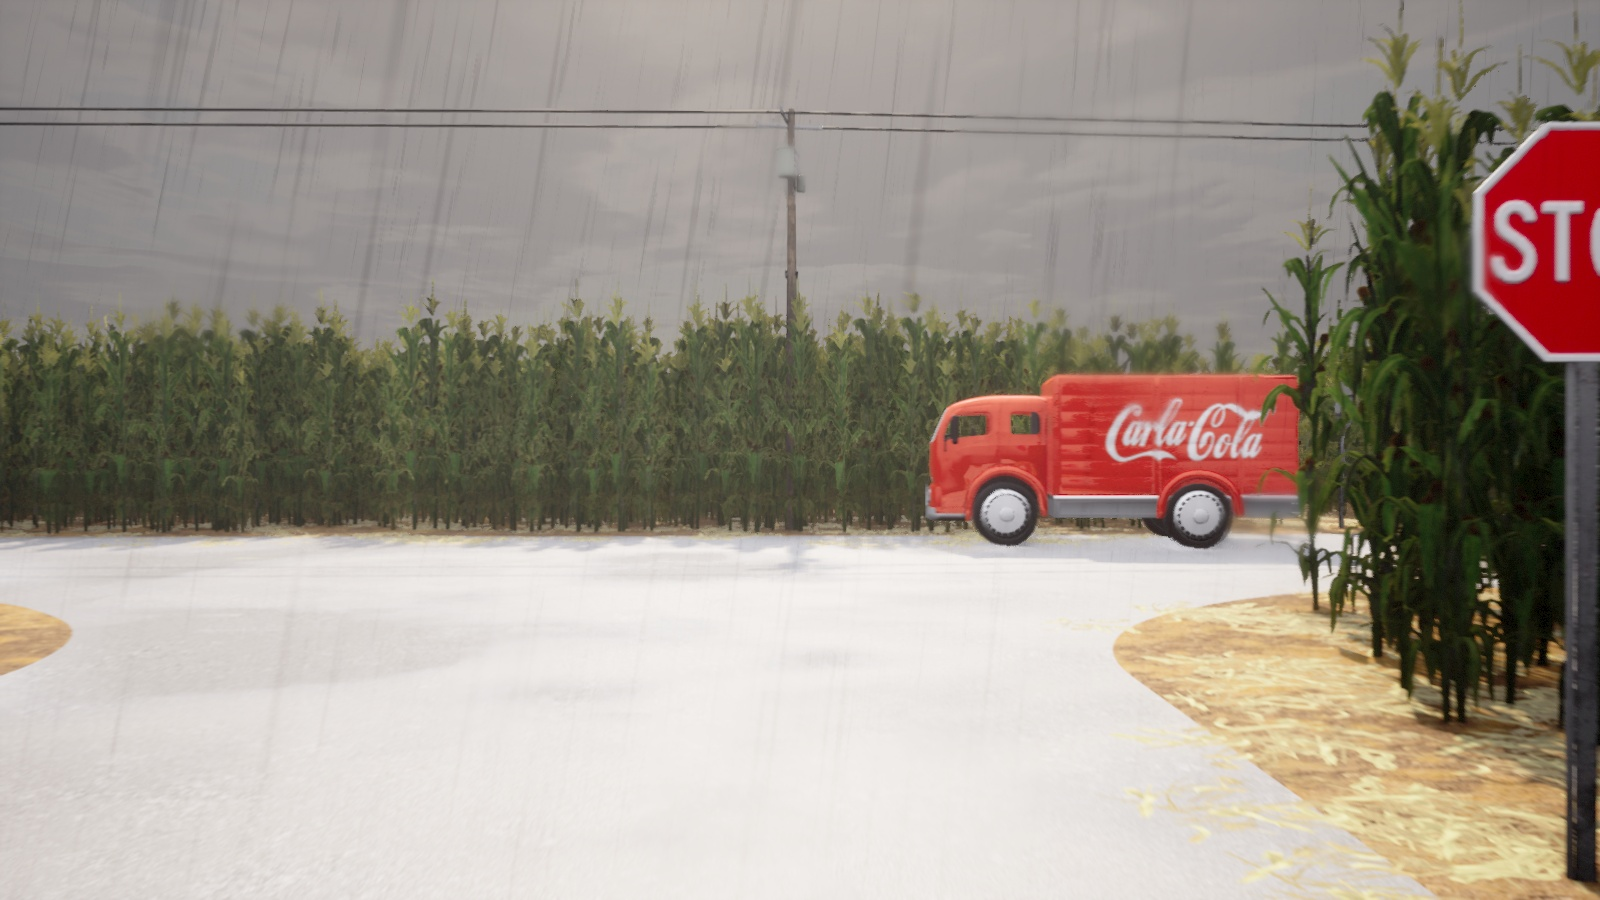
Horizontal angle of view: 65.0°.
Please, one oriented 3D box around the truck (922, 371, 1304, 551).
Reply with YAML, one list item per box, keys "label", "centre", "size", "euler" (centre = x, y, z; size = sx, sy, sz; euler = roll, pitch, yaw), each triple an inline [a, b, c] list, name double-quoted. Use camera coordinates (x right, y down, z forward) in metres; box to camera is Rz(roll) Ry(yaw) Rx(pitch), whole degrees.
- label: "truck"
  centre: [4.450, 0.150, 18.753]
  size: [5.204, 2.467, 2.627]
  euler: [0, 0, 6]
